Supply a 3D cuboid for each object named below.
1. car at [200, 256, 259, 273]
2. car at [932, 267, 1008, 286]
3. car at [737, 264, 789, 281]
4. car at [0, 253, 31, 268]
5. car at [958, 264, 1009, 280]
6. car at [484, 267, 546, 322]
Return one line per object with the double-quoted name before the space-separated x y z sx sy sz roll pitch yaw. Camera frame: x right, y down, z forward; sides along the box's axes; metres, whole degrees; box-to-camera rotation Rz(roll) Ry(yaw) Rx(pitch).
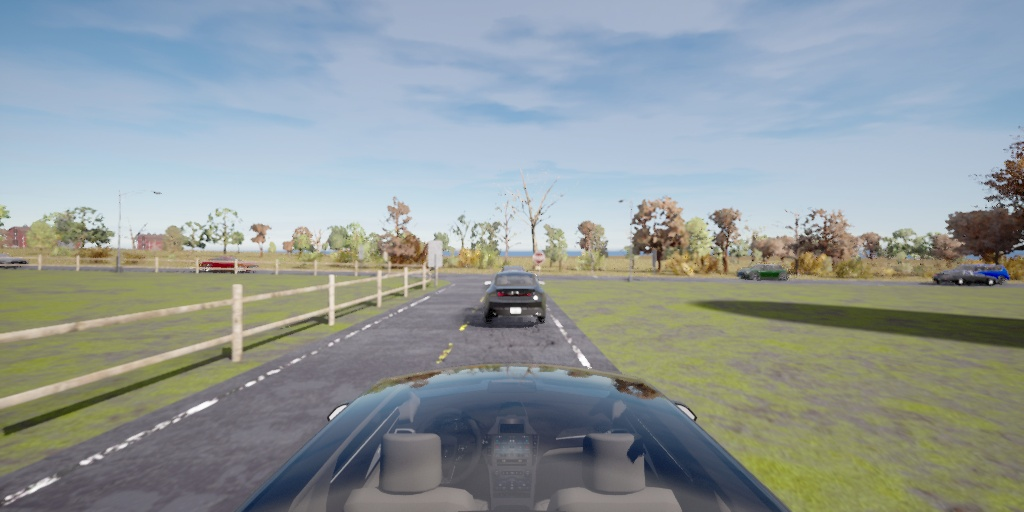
"car" -27.606 0.827 35.194 5.008 1.535 1.882 1 1 0
"car" 44.322 2.147 35.102 4.902 1.511 2.128 1 1 1
"car" 26.489 1.660 38.028 4.553 1.767 2.097 1 1 0
"car" -51.100 0.435 35.332 5.357 1.411 2.033 1 1 1
"car" 48.756 1.910 37.891 5.566 2.045 2.150 1 1 0
"car" 0.100 1.276 12.325 1.837 1.490 4.892 0 0 0
